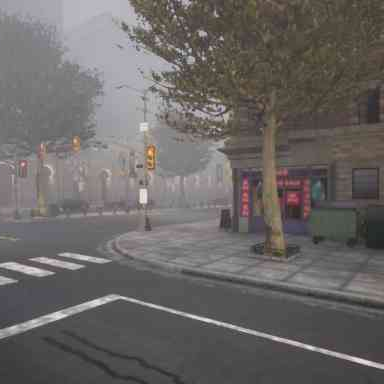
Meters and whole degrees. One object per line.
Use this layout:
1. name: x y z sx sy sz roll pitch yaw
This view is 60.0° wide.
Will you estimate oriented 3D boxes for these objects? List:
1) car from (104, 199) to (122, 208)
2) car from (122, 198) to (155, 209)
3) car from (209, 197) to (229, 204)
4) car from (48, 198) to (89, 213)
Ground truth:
1. car: -10.321 1.595 47.923 1.895 1.301 4.718 0 0 36
2. car: -7.177 1.526 46.875 1.812 1.442 4.674 0 0 35
3. car: 5.257 1.601 64.038 1.895 1.301 4.718 0 0 36
4. car: -13.944 1.505 37.491 1.837 1.490 4.892 0 0 36
